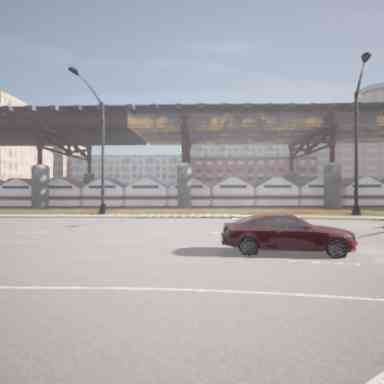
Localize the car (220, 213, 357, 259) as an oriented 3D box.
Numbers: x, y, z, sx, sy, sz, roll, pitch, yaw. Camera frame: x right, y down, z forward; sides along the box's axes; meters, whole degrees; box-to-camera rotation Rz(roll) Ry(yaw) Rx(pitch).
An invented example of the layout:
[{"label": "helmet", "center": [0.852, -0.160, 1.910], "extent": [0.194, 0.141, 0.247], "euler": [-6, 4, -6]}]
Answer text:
[{"label": "car", "center": [3.363, 1.488, 12.015], "extent": [4.674, 1.442, 1.812], "euler": [0, 0, 10]}]
